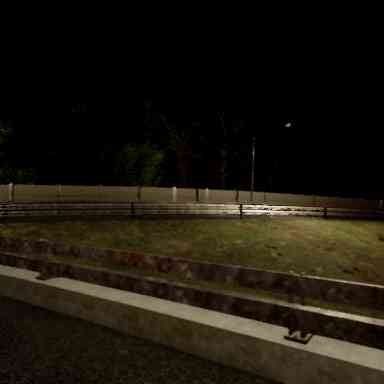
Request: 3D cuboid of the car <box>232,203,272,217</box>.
[{"bbox_3d":[6.931,1.997,38.407,5.008,1.535,1.882,3,-1,-23],"label":"car"}]
